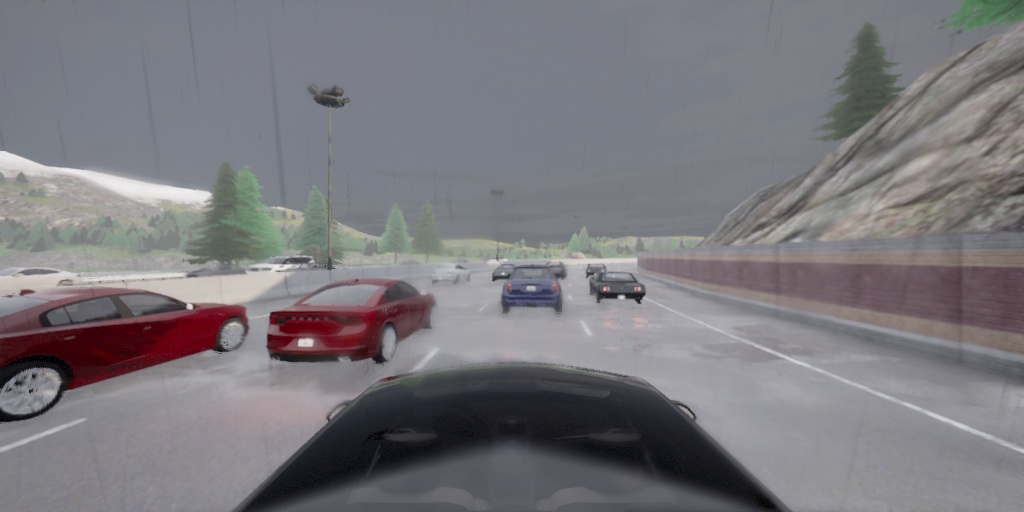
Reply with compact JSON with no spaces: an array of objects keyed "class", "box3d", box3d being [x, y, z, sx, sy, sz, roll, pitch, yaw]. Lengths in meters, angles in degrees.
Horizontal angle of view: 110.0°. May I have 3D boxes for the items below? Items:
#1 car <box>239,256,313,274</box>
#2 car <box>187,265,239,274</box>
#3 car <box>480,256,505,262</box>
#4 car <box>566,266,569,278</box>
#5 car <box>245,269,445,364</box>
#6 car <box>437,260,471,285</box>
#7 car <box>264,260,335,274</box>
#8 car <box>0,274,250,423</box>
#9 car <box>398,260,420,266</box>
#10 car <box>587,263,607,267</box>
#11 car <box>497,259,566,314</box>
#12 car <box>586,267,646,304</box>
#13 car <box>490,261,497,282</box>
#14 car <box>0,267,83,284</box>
[{"class":"car","box3d":[-18.367,1.003,28.952,2.150,2.045,5.566,0,0,11]},{"class":"car","box3d":[-22.202,1.352,27.196,1.994,1.385,4.181,0,0,10]},{"class":"car","box3d":[-2.939,1.031,65.162,2.150,2.045,5.566,0,0,25]},{"class":"car","box3d":[3.868,1.231,31.557,2.128,1.511,4.902,0,0,13]},{"class":"car","box3d":[-3.143,1.233,8.183,1.882,1.535,5.008,0,0,3]},{"class":"car","box3d":[-4.405,1.281,26.379,1.812,1.442,4.674,0,0,10]},{"class":"car","box3d":[-15.223,1.267,26.612,2.128,1.511,4.902,0,0,11]},{"class":"car","box3d":[-6.764,1.240,5.855,1.882,1.535,5.008,0,0,2]},{"class":"car","box3d":[-16.940,1.339,59.098,1.994,1.385,4.181,0,0,21]},{"class":"car","box3d":[7.995,1.333,33.742,1.895,1.301,4.718,0,0,15]},{"class":"car","box3d":[0.859,1.099,14.020,2.097,1.767,4.553,0,0,6]},{"class":"car","box3d":[4.616,1.341,16.413,1.895,1.301,4.718,0,0,7]},{"class":"car","box3d":[-0.251,1.312,29.185,1.994,1.385,4.181,0,0,12]},{"class":"car","box3d":[-26.862,1.323,19.601,1.812,1.442,4.674,0,0,7]}]
